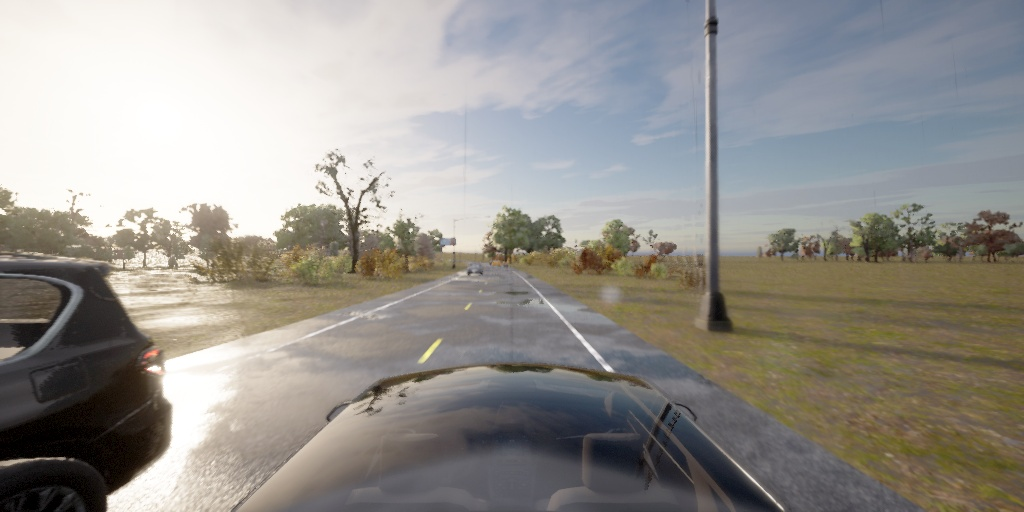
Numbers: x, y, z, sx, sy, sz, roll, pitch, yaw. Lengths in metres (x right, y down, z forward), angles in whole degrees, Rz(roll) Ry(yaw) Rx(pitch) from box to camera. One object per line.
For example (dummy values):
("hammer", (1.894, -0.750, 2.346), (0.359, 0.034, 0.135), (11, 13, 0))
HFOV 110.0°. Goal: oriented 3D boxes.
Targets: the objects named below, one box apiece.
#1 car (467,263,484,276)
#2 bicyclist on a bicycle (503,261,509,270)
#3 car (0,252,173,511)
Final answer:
("car", (-4.508, 1.632, 44.384), (2.128, 1.511, 4.902), (0, -1, -2))
("bicyclist on a bicycle", (-0.866, 1.717, 62.008), (0.866, 1.612, 1.509), (0, -1, -4))
("car", (-3.609, 0.963, 0.311), (2.150, 2.045, 5.566), (0, -1, 0))
